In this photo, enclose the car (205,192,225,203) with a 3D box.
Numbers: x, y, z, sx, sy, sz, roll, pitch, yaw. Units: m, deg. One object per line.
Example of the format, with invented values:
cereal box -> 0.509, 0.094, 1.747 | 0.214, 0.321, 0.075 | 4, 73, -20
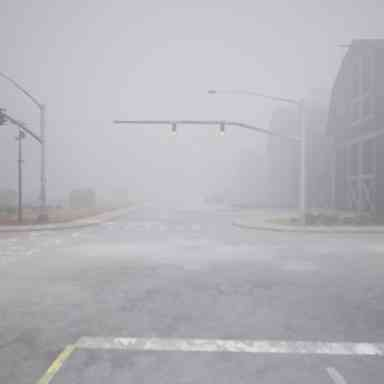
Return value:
car -> 4.165, 1.044, 61.438 | 1.905, 1.878, 3.866 | -8, 4, -42
